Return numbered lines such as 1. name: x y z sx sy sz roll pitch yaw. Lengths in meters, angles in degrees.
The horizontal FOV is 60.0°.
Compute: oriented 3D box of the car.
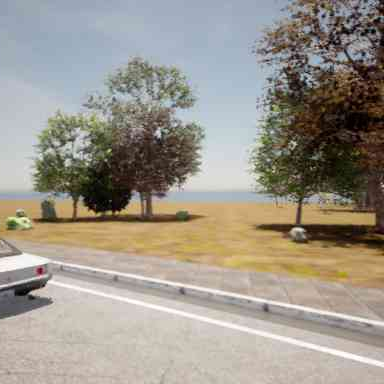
1. car: -5.259 1.580 7.190 4.718 1.301 1.895 0 0 31
